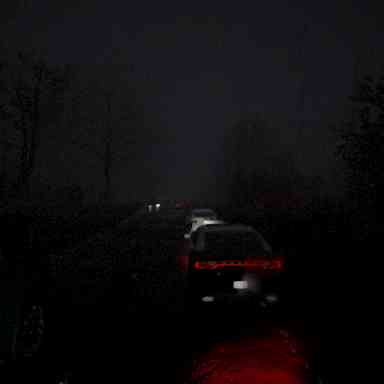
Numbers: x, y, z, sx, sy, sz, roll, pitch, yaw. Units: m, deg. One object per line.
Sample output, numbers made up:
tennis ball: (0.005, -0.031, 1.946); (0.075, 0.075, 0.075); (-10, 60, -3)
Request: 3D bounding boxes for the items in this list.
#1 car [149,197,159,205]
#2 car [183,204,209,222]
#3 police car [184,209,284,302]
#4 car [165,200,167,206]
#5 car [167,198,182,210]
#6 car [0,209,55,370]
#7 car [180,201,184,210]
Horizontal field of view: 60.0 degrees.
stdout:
car: (-7.768, 1.865, 67.814); (1.837, 1.490, 4.892); (0, 0, -8)
car: (0.557, 1.620, 18.475); (1.812, 1.442, 4.674); (0, 0, -2)
police car: (0.831, 1.469, 8.541); (1.930, 1.638, 5.238); (0, 0, -1)
car: (-3.989, 1.856, 62.995); (1.812, 1.442, 4.674); (0, 0, -7)
car: (-2.176, 1.720, 46.838); (1.882, 1.535, 5.008); (0, 0, -5)
car: (-3.126, 1.236, 2.830); (2.150, 2.045, 5.566); (0, 0, 0)
car: (0.294, 1.630, 24.499); (1.837, 1.490, 4.892); (0, 0, -3)
